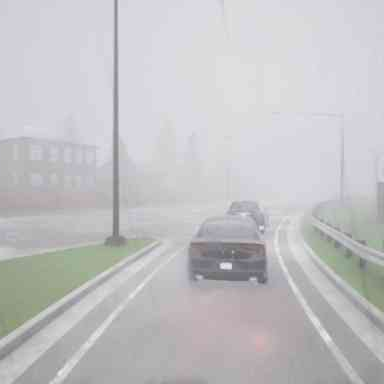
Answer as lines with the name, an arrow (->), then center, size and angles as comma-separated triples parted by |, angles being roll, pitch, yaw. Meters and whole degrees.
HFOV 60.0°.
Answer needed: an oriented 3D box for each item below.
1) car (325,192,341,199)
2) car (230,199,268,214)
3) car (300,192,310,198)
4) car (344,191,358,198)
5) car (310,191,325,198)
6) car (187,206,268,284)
car -> 35.179, 0.870, 82.372 | 2.128, 1.511, 4.902 | 0, 1, 34
car -> 3.150, 1.195, 18.799 | 2.097, 1.767, 4.553 | 0, 0, 16
car -> 29.358, 0.830, 86.259 | 2.128, 1.511, 4.902 | 0, 1, 34
car -> 38.303, 0.914, 80.748 | 1.994, 1.385, 4.181 | 0, 1, 34
car -> 32.268, 0.803, 84.315 | 1.882, 1.535, 5.008 | 0, 1, 34
car -> 1.066, 1.398, 9.495 | 1.882, 1.535, 5.008 | 0, 0, 8
